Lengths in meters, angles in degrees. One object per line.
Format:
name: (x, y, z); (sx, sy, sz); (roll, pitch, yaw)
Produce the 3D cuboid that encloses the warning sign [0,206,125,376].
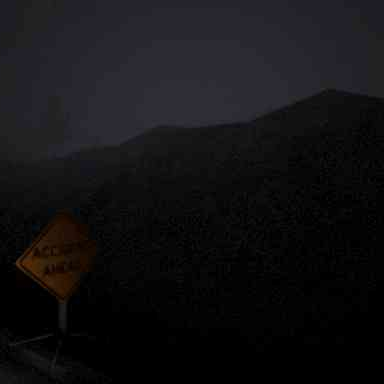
warning sign: (-1.793, 1.153, 4.598); (1.060, 1.860, 1.300); (-1, 0, 36)
